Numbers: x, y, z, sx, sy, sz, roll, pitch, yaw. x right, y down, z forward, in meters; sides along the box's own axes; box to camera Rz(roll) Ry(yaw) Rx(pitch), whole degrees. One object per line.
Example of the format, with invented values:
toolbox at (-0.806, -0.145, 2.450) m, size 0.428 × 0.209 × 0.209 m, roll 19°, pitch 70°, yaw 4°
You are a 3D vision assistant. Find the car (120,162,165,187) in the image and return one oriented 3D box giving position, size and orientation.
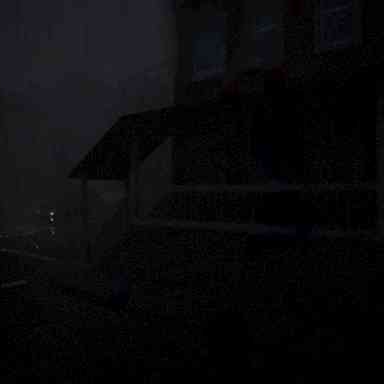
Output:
car at (-4.385, -1.648, 29.536) m, size 1.837 × 1.490 × 4.892 m, roll 0°, pitch 19°, yaw 34°

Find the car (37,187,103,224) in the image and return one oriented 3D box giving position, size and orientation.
car at (-8.595, 0.803, 23.365) m, size 2.097 × 1.767 × 4.553 m, roll 0°, pitch 15°, yaw 34°
